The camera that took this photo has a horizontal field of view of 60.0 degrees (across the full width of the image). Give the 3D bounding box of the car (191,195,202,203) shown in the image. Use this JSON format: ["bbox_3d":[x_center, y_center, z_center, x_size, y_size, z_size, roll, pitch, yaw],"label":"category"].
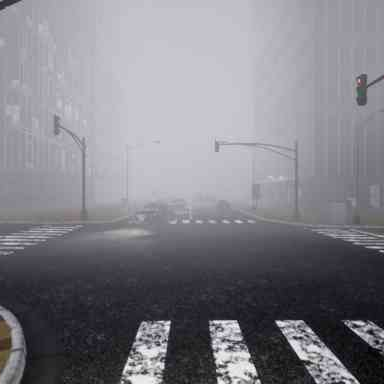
[{"bbox_3d":[0.957,1.512,73.157,2.128,1.511,4.902,0,0,0],"label":"car"}]

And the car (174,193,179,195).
[{"bbox_3d":[-4.373,1.426,74.921,1.967,1.590,4.097,0,0,0],"label":"car"}]

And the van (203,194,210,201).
[{"bbox_3d":[3.466,1.321,80.506,1.690,1.788,3.998,0,0,0],"label":"van"}]

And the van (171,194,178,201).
[{"bbox_3d":[-4.454,1.315,85.976,1.690,1.788,3.998,0,0,0],"label":"van"}]

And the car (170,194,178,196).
[{"bbox_3d":[-4.292,1.564,63.866,1.947,1.339,4.313,0,0,0],"label":"car"}]

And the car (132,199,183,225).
[{"bbox_3d":[-2.652,1.511,24.288,2.128,1.511,4.902,0,0,16],"label":"car"}]

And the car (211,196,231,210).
[{"bbox_3d":[3.799,1.579,41.815,1.947,1.339,4.313,0,0,0],"label":"car"}]

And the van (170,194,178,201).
[{"bbox_3d":[-4.414,1.321,80.448,1.690,1.788,3.998,0,0,0],"label":"van"}]

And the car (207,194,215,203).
[{"bbox_3d":[3.588,1.313,63.923,2.192,1.841,5.009,0,0,0],"label":"car"}]

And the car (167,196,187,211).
[{"bbox_3d":[-1.664,1.561,41.635,2.033,1.411,5.357,0,0,0],"label":"car"}]

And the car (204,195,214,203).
[{"bbox_3d":[3.548,1.432,69.452,1.967,1.590,4.097,0,0,0],"label":"car"}]

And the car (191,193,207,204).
[{"bbox_3d":[1.131,1.220,62.811,2.150,2.045,5.566,0,0,0],"label":"car"}]
